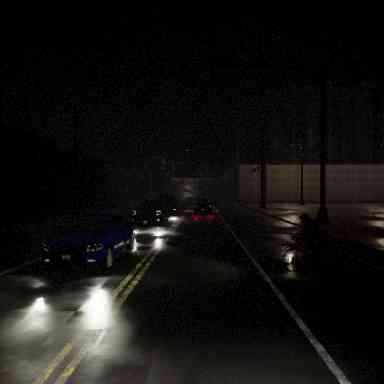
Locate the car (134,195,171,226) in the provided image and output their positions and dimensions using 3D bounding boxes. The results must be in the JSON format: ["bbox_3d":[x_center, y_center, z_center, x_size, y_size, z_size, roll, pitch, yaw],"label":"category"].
[{"bbox_3d":[-2.908,1.351,23.492,2.097,1.767,4.553,0,0,2],"label":"car"}]

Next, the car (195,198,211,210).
[{"bbox_3d":[1.433,1.546,44.671,2.033,1.411,5.357,0,0,2],"label":"car"}]

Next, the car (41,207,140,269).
[{"bbox_3d":[-3.293,1.477,11.393,1.882,1.535,5.008,0,0,2],"label":"car"}]

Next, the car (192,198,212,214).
[{"bbox_3d":[1.129,1.525,34.729,1.812,1.442,4.674,0,0,1],"label":"car"}]

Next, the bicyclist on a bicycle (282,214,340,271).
[{"bbox_3d":[3.379,1.450,9.465,1.656,1.620,0.582,-2,0,2],"label":"bicyclist on a bicycle"}]

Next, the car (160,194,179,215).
[{"bbox_3d":[-2.539,1.220,33.954,2.150,2.045,5.566,0,0,0],"label":"car"}]
